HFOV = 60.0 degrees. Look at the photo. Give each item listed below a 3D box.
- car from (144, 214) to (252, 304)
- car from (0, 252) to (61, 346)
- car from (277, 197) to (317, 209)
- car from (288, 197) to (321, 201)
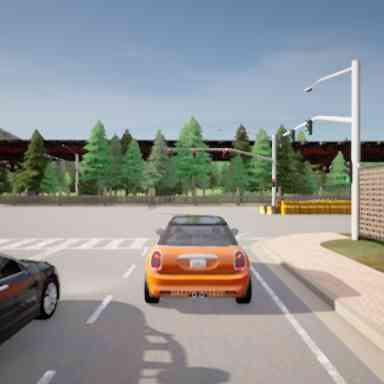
[{"bbox_3d":[0.128,1.334,8.286,2.097,1.767,4.553,0,0,0],"label":"car"},{"bbox_3d":[-3.399,1.495,4.410,1.837,1.490,4.892,0,0,0],"label":"car"},{"bbox_3d":[13.814,1.430,43.931,4.674,1.442,1.812,0,0,-2],"label":"car"},{"bbox_3d":[13.162,1.520,36.894,4.718,1.301,1.895,0,0,-2],"label":"car"}]
